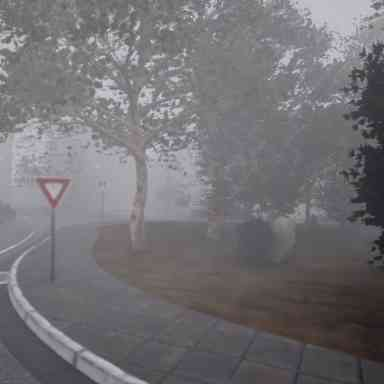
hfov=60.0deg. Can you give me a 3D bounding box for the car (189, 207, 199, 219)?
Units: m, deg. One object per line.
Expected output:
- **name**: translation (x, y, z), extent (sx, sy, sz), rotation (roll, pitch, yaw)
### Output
- **car**: translation (1.990, 2.368, 37.687), extent (5.008, 1.535, 1.882), rotation (5, -3, -38)

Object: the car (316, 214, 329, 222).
- **car**: translation (21.454, 4.012, 52.241), extent (4.718, 1.301, 1.895), rotation (3, -1, -36)

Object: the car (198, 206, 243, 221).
- **car**: translation (3.838, 2.131, 35.214), extent (5.566, 2.045, 2.150), rotation (5, -3, -37)

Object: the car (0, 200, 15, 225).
- **car**: translation (-12.888, 1.081, 19.672), extent (2.150, 2.045, 5.566), rotation (-1, 0, 3)
